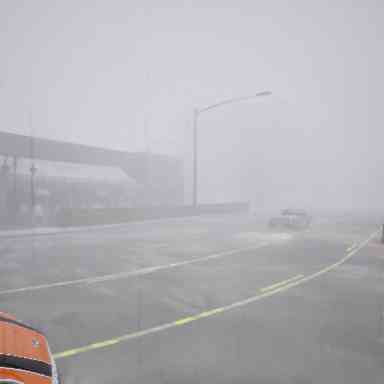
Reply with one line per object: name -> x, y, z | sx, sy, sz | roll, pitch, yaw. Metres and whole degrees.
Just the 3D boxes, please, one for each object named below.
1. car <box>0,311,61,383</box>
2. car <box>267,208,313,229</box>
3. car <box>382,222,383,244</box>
car -> -3.139, 1.338, 1.890 | 4.553, 1.767, 2.097 | 1, 0, -29
car -> 6.911, 1.837, 23.327 | 1.895, 1.301, 4.718 | 0, 0, 35
car -> 10.369, 1.632, 15.928 | 1.882, 1.535, 5.008 | 0, 0, 35
